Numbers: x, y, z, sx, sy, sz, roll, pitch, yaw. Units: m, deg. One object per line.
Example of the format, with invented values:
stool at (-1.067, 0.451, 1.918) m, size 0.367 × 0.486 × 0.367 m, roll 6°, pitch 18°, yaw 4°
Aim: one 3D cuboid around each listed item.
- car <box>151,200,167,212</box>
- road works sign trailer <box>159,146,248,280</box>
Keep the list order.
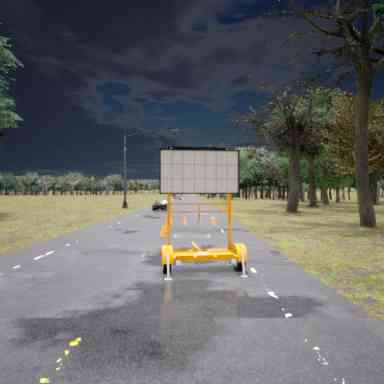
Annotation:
car at (-3.585, 1.618, 38.660) m, size 1.895 × 1.301 × 4.718 m, roll 0°, pitch 0°, yaw 0°
road works sign trailer at (0.200, 0.461, 10.005) m, size 2.380 × 3.560 × 2.880 m, roll 0°, pitch 0°, yaw -8°
